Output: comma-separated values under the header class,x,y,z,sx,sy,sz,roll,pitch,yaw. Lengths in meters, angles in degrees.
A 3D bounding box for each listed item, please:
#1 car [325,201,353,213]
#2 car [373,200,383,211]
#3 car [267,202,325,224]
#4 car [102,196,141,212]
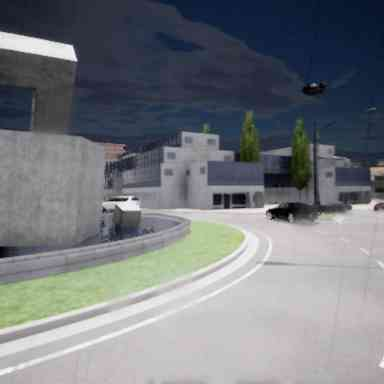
class,x,y,z,sx,sy,sz,roll,pitch,yaw
car,14.759,1.664,35.770,4.718,1.301,1.895,0,0,-19
car,23.717,1.522,39.693,4.674,1.442,1.812,0,0,-28
car,7.741,1.555,26.119,1.882,1.535,5.008,0,0,-18
car,-8.959,1.552,41.053,5.566,2.045,2.150,-1,0,23
